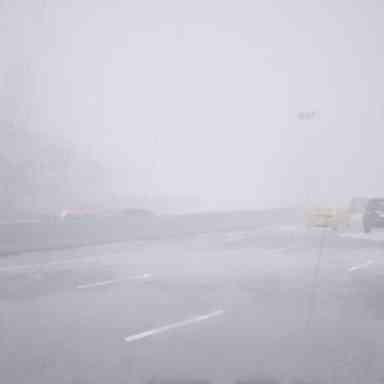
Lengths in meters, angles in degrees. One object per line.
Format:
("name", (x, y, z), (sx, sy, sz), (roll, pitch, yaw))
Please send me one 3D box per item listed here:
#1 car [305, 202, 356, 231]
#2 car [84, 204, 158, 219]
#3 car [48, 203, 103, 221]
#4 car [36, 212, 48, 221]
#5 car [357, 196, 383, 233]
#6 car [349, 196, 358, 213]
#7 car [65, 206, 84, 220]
("car", (9.136, 1.654, 22.117), (1.882, 1.535, 5.008), (-1, -1, 38))
("car", (-4.542, 1.804, 22.845), (4.892, 1.490, 1.837), (1, -1, -43))
("car", (-9.243, 1.739, 28.030), (4.553, 1.767, 2.097), (0, -1, -43))
("car", (-11.379, 1.984, 30.790), (5.357, 1.411, 2.033), (0, -1, -44))
("car", (11.821, 1.350, 19.888), (2.150, 2.045, 5.566), (-1, -1, 38))
("car", (17.445, 1.468, 34.227), (2.150, 2.045, 5.566), (-1, 0, 30))
("car", (-6.825, 1.942, 25.485), (4.718, 1.301, 1.895), (0, -1, -43))
